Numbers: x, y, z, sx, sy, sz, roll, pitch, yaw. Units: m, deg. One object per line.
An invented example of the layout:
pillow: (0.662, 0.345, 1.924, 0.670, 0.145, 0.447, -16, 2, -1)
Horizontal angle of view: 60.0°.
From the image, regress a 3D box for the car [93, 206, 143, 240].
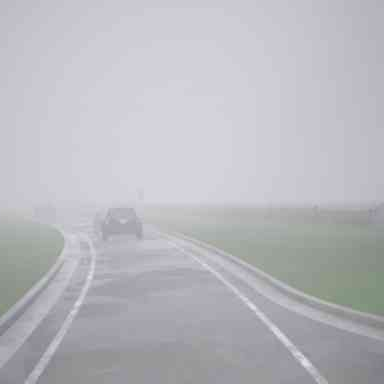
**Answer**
car: (-4.297, 1.580, 18.824, 2.097, 1.767, 4.553, 0, -1, -23)

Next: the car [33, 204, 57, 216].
car: (-17.811, 2.106, 40.276, 2.033, 1.411, 5.357, 0, -1, -34)
